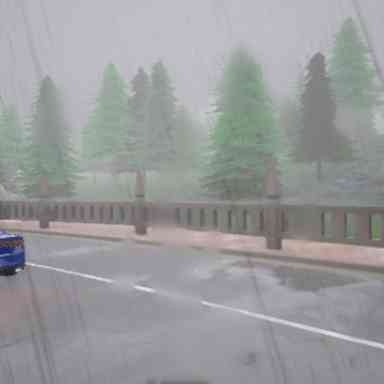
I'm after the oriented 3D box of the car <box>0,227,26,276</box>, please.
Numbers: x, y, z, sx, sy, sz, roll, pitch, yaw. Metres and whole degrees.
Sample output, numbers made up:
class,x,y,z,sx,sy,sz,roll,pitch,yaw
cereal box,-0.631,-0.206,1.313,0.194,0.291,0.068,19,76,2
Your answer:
class,x,y,z,sx,sy,sz,roll,pitch,yaw
car,-6.362,1.418,8.653,5.008,1.535,1.882,0,1,34
